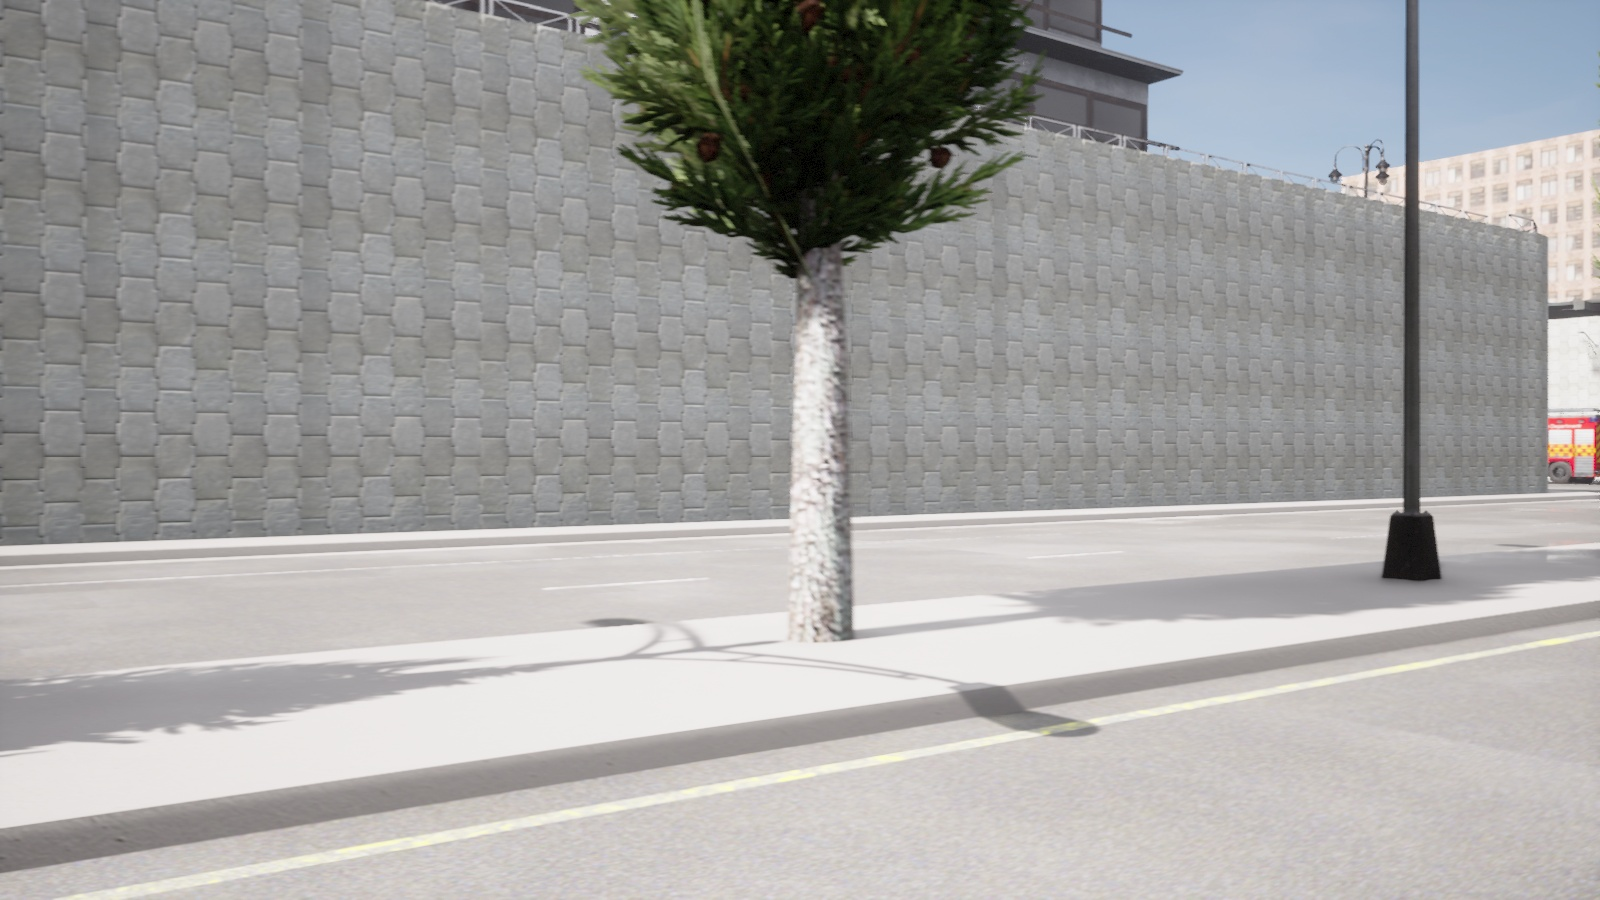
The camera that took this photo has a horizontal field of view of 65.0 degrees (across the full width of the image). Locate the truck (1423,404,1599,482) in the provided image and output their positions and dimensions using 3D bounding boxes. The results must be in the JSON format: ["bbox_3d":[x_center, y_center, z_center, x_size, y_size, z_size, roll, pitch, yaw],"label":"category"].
[{"bbox_3d":[37.776,-0.337,66.280,2.891,3.827,8.468,0,0,-34],"label":"truck"}]
